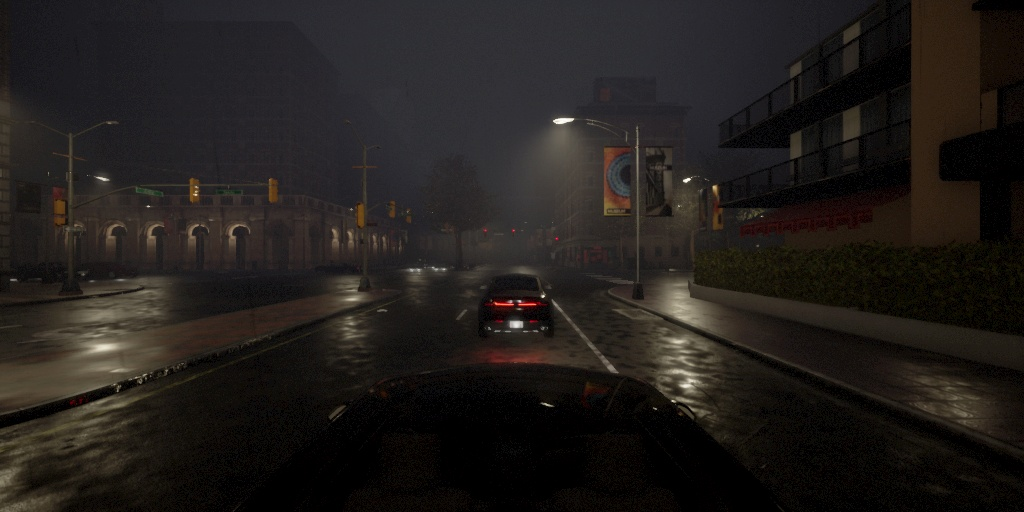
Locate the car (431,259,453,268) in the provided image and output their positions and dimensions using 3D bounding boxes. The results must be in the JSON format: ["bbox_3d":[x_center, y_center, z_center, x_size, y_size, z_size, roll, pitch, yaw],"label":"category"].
[{"bbox_3d":[-11.352,1.314,58.682,1.994,1.385,4.181,0,0,0],"label":"car"}]

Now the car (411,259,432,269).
[{"bbox_3d":[-14.857,1.241,57.911,2.128,1.511,4.902,0,0,0],"label":"car"}]

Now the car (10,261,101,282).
[{"bbox_3d":[-36.930,1.241,28.836,4.902,1.511,2.128,0,0,0],"label":"car"}]

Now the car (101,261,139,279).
[{"bbox_3d":[-36.674,1.228,32.335,5.008,1.535,1.882,0,0,0],"label":"car"}]

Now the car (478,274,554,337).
[{"bbox_3d":[0.109,1.255,10.285,1.837,1.490,4.892,0,0,0],"label":"car"}]

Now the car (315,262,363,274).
[{"bbox_3d":[-19.038,1.351,39.557,4.718,1.301,1.895,0,0,0],"label":"car"}]
